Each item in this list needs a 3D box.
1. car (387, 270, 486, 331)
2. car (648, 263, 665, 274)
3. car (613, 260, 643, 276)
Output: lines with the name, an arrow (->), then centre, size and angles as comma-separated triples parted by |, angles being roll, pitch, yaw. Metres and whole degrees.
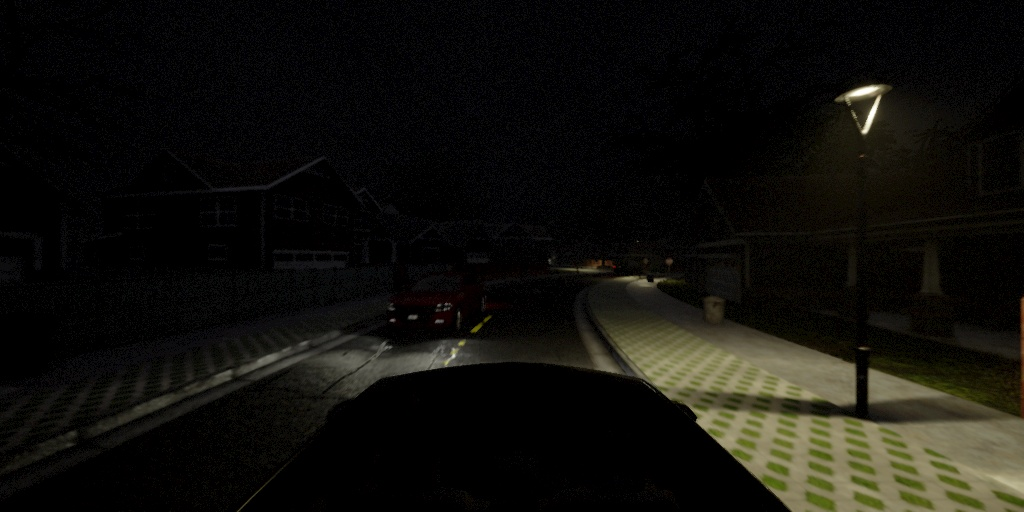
car -> -2.116, 1.237, 11.273 | 1.882, 1.535, 5.008 | 0, 0, 8
car -> 22.240, 1.844, 55.293 | 2.097, 1.767, 4.553 | 0, -1, 17
car -> 14.956, 1.501, 46.070 | 2.150, 2.045, 5.566 | 0, -1, 39
